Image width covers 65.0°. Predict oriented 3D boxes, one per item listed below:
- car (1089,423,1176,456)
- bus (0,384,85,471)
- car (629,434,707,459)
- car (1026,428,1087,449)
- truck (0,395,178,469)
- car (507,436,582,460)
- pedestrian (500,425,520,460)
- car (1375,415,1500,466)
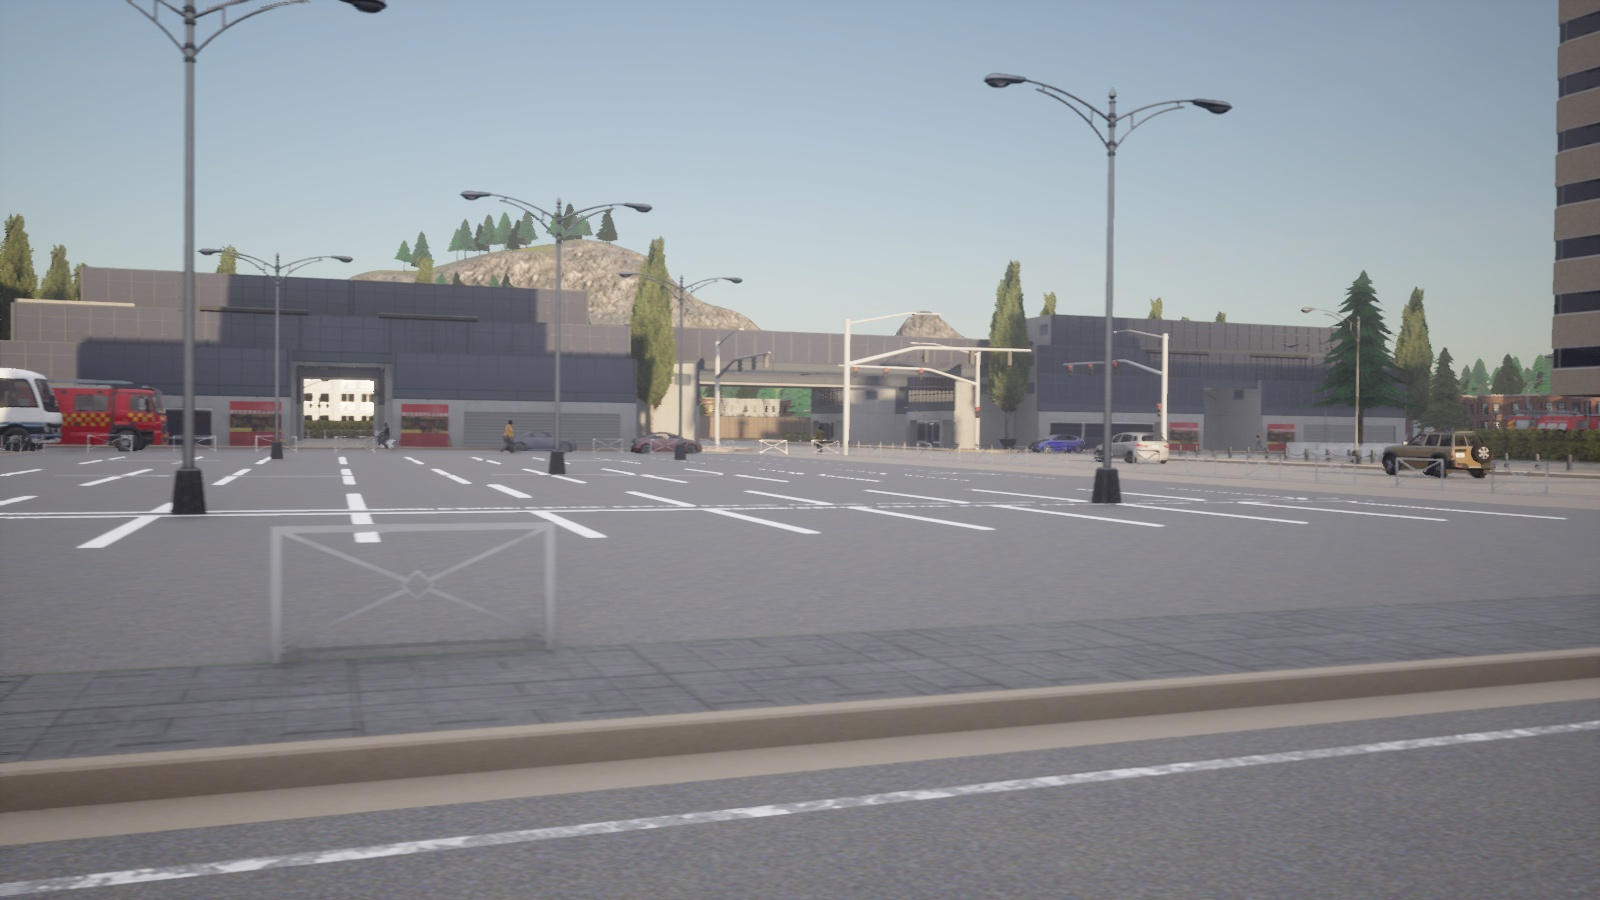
[{"bbox_3d":[17.634,-0.580,66.806,2.242,1.667,4.611,-1,1,-20],"label":"car"},{"bbox_3d":[-41.566,-1.082,61.969,10.273,4.253,3.944,-1,1,-19],"label":"bus"},{"bbox_3d":[-7.762,-0.196,73.611,4.181,1.385,1.994,-1,1,-20],"label":"car"},{"bbox_3d":[19.410,-0.890,95.082,4.193,1.474,1.816,-1,1,-20],"label":"car"},{"bbox_3d":[-38.053,-0.988,66.875,8.468,3.827,2.891,-1,1,-19],"label":"truck"},{"bbox_3d":[-15.213,-0.134,74.722,4.181,1.385,1.994,-1,1,-19],"label":"car"},{"bbox_3d":[-15.202,-0.395,65.860,0.900,1.855,0.874,-1,1,-7],"label":"pedestrian"},{"bbox_3d":[24.807,-0.396,49.056,1.932,1.855,4.605,-1,1,-10],"label":"car"}]
